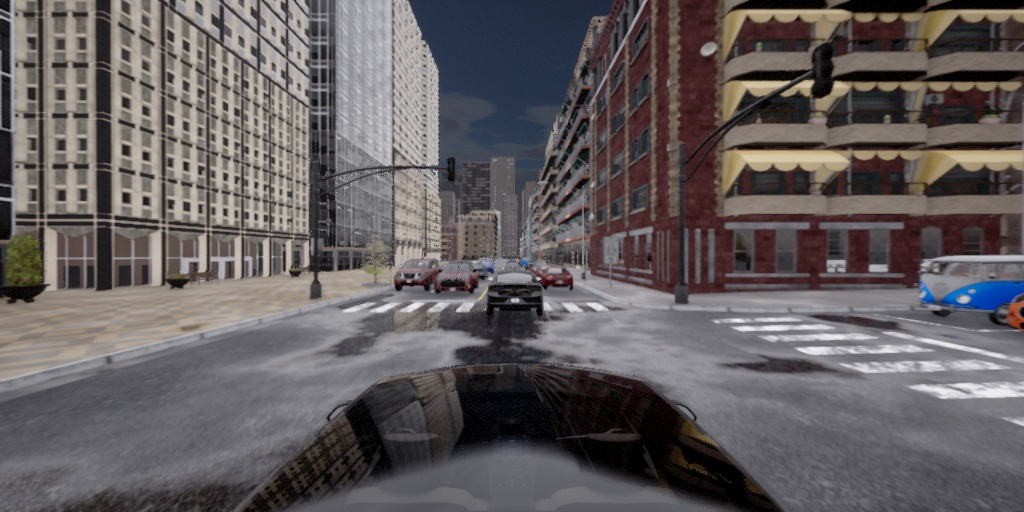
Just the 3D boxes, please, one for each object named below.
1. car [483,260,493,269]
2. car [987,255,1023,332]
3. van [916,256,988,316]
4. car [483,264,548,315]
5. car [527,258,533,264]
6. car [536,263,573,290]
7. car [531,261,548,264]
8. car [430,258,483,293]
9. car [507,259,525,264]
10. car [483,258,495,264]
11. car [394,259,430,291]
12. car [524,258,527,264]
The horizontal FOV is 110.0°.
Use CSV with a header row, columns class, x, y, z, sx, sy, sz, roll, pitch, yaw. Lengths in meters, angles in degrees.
class,x,y,z,sx,sy,sz,roll,pitch,yaw
car,-3.074,1.328,30.969,2.033,1.411,5.357,0,0,0
car,13.310,0.893,7.256,4.553,1.767,2.097,-1,0,-1
van,13.722,0.865,9.881,3.998,1.789,1.690,0,0,0
car,0.102,1.239,13.676,1.882,1.535,5.008,0,0,0
car,2.697,1.222,33.366,1.967,1.591,4.097,0,0,0
car,2.694,1.315,22.311,1.888,1.381,4.507,0,0,0
car,2.695,1.321,27.838,1.888,1.381,4.507,0,0,0
car,-3.065,1.121,20.641,2.097,1.767,4.553,0,0,-1
car,0.109,1.341,41.296,2.033,1.411,5.357,0,0,0
car,-3.071,1.273,41.970,1.882,1.535,5.008,0,0,0
car,-5.687,1.085,22.314,2.192,1.841,5.009,0,0,0
car,2.701,1.374,49.949,1.948,1.339,4.313,0,0,0
